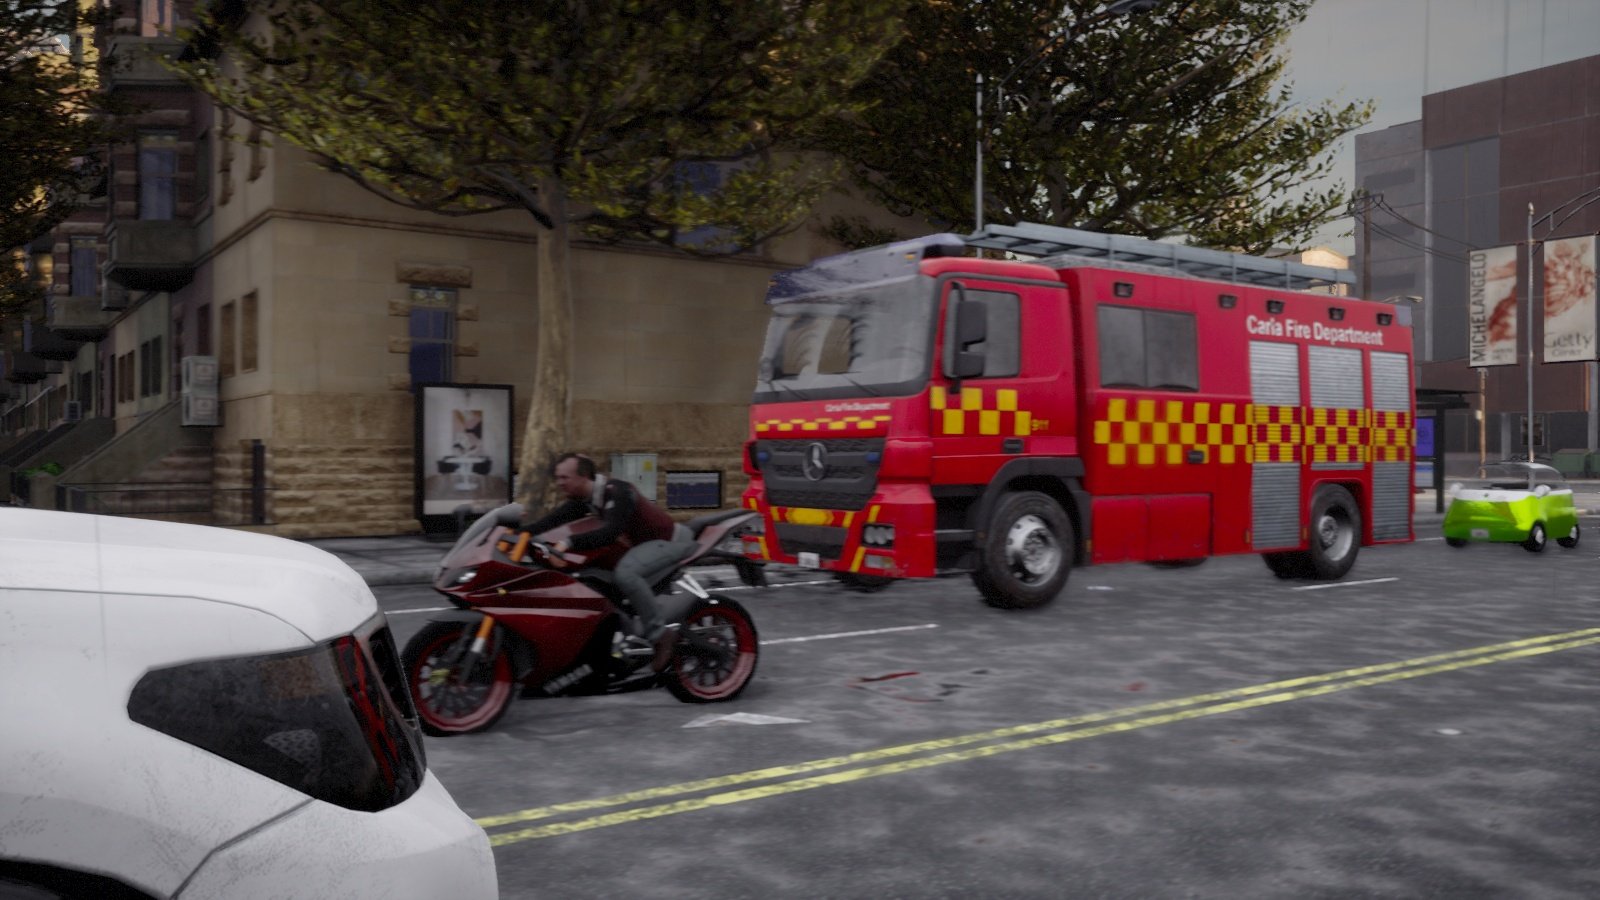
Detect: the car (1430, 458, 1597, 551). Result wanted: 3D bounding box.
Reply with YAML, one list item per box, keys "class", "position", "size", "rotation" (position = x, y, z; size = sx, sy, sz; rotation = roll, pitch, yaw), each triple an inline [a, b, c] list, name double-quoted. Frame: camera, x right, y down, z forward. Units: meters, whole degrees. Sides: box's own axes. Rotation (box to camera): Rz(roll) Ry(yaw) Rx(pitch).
- class: "car"
  position: [11.381, 0.826, 20.030]
  size: [2.207, 1.376, 1.481]
  rotation: [0, 0, -33]

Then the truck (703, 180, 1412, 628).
- class: "truck"
  position: [3.287, -0.391, 14.344]
  size: [8.468, 3.827, 2.891]
  rotation: [0, 0, -35]

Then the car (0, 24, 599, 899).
- class: "car"
  position: [-3.237, 0.474, 1.406]
  size: [5.566, 2.045, 2.150]
  rotation: [0, 0, -35]

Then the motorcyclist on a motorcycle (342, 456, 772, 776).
- class: "motorcyclist on a motorcycle"
  position: [-1.310, 0.800, 7.013]
  size: [2.191, 1.530, 0.866]
  rotation: [0, 0, -35]
